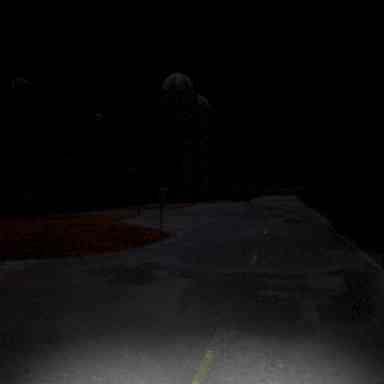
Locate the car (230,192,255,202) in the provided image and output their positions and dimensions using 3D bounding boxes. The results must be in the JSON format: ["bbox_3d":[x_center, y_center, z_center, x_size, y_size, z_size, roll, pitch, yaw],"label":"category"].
[{"bbox_3d":[9.622,1.188,65.082,4.181,1.381,1.994,-2,0,15],"label":"car"}]
